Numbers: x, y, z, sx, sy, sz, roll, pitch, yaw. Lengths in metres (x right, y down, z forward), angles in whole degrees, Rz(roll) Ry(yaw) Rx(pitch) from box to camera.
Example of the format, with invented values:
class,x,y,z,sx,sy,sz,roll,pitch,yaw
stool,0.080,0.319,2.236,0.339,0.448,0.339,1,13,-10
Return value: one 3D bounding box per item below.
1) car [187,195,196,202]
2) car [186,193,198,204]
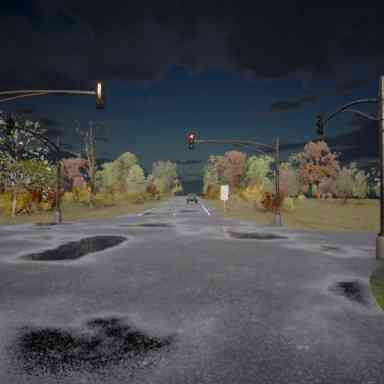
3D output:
class,x,y,z,sx,sy,sz,roll,pitch,yaw
car,-0.011,1.461,78.037,2.033,1.411,5.357,0,0,0
car,-0.009,1.289,67.647,2.150,2.045,5.566,0,0,0
